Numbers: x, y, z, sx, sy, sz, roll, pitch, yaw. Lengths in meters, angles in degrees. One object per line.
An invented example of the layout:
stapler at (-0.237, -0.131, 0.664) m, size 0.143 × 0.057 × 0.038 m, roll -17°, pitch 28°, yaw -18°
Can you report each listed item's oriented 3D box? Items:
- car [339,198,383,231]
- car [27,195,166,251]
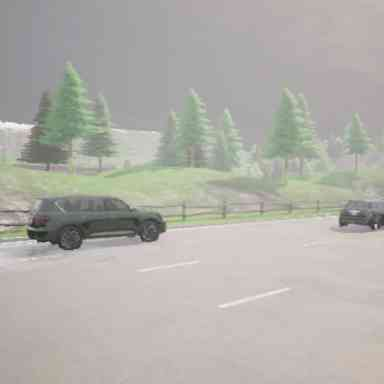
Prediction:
car at (10.922, 1.229, 20.085) m, size 4.553 × 1.767 × 2.097 m, roll 0°, pitch 0°, yaw -35°
car at (-3.802, 1.150, 13.926) m, size 5.566 × 2.045 × 2.150 m, roll 0°, pitch 0°, yaw -35°
